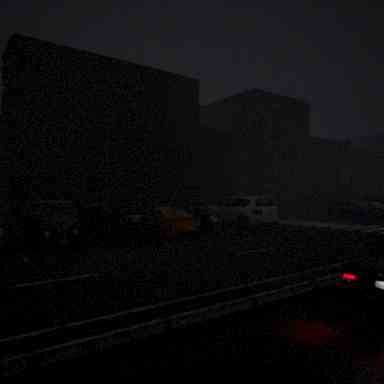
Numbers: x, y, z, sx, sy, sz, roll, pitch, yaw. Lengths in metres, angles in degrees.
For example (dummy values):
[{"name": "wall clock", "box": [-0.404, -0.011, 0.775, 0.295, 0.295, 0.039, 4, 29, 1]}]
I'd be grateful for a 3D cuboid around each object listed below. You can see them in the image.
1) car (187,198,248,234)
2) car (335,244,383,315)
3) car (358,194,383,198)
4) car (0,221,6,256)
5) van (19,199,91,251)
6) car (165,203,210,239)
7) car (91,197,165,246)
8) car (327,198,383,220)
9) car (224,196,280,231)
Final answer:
[{"name": "car", "box": [0.686, 1.388, 19.161, 2.185, 1.767, 4.553, 0, 0, -36]}, {"name": "car", "box": [5.112, 1.549, 6.778, 5.357, 1.411, 2.033, 0, 0, -36]}, {"name": "car", "box": [18.570, 1.233, 31.868, 2.435, 2.045, 5.566, 0, 0, -36]}, {"name": "car", "box": [-8.375, 1.510, 12.655, 2.097, 1.535, 5.008, 0, 0, -36]}, {"name": "van", "box": [-6.061, 1.286, 14.159, 1.878, 1.987, 4.442, 0, 0, -36]}, {"name": "car", "box": [-1.536, 1.513, 17.529, 2.097, 1.535, 5.008, 0, 0, -36]}, {"name": "car", "box": [-3.901, 1.262, 15.880, 2.435, 2.045, 5.566, 0, 0, -36]}, {"name": "car", "box": [14.083, 1.527, 28.661, 2.163, 1.488, 4.792, 0, 0, -36]}, {"name": "car", "box": [2.831, 1.262, 20.691, 2.435, 2.045, 5.566, 0, 0, -36]}]
